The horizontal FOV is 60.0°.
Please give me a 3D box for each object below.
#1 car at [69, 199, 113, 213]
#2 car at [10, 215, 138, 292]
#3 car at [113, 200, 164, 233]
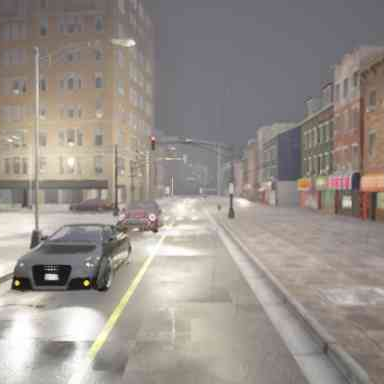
[{"bbox_3d":[-10.412,1.445,34.639,4.674,1.442,1.812,0,0,10],"label":"car"},{"bbox_3d":[-2.842,1.531,8.745,1.994,1.385,4.181,0,0,0],"label":"car"},{"bbox_3d":[-2.809,1.282,18.983,2.097,1.767,4.553,0,0,0],"label":"car"}]
